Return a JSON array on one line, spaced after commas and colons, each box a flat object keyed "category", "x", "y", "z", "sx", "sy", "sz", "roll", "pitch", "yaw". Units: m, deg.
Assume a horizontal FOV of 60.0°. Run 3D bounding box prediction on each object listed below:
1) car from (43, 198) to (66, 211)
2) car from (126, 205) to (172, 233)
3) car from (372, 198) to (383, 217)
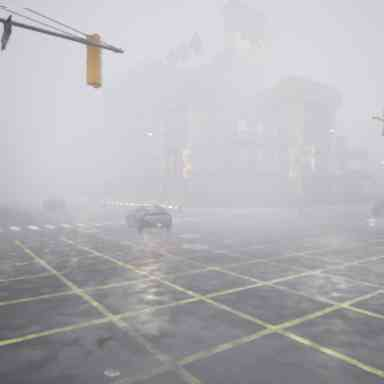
[{"category": "car", "x": -17.035, "y": 1.541, "z": 41.028, "sx": 1.837, "sy": 1.490, "sz": 4.892, "roll": 0, "pitch": 0, "yaw": -36}, {"category": "car", "x": -2.685, "y": 1.525, "z": 19.985, "sx": 2.128, "sy": 1.511, "sz": 4.902, "roll": 1, "pitch": 0, "yaw": -22}, {"category": "car", "x": 19.562, "y": 1.345, "z": 31.949, "sx": 5.566, "sy": 2.045, "sz": 2.150, "roll": 0, "pitch": 0, "yaw": -35}]
